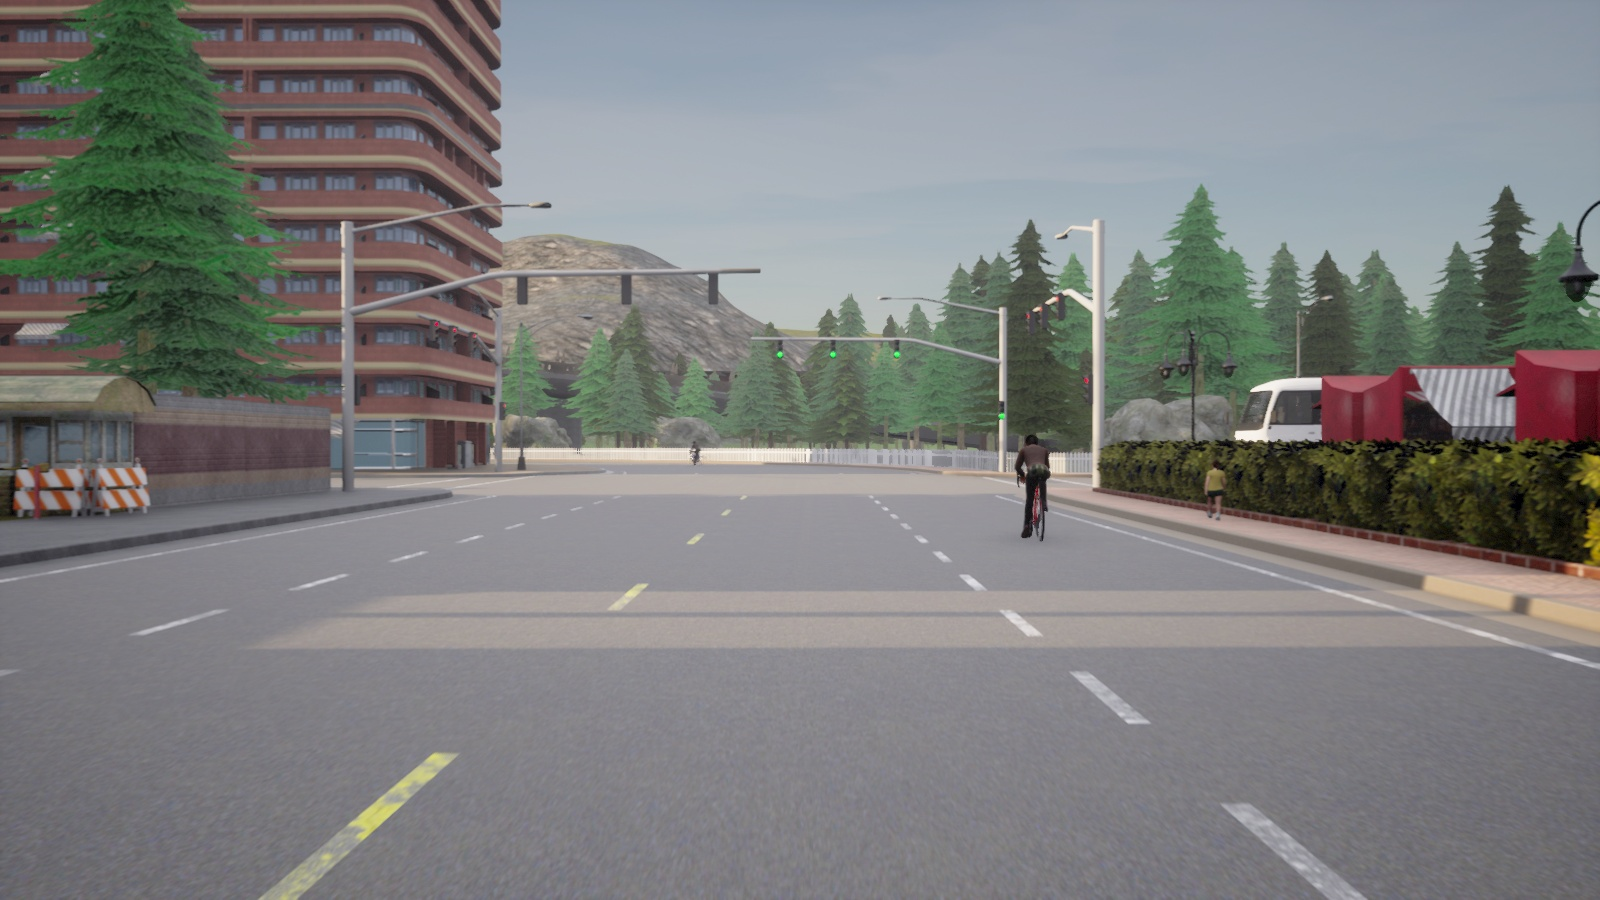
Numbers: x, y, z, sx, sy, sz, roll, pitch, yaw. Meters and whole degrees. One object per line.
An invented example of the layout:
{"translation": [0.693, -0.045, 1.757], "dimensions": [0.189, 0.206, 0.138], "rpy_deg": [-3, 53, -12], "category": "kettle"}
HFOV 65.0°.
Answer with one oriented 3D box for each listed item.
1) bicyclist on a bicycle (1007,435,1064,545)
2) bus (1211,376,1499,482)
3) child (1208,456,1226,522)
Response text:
{"translation": [3.626, 0.593, 19.453], "dimensions": [0.582, 1.620, 1.656], "rpy_deg": [0, 0, 0], "category": "bicyclist on a bicycle"}
{"translation": [22.977, -0.852, 52.482], "dimensions": [10.273, 4.253, 3.944], "rpy_deg": [0, 0, 1], "category": "bus"}
{"translation": [7.175, 0.664, 21.612], "dimensions": [0.255, 1.110, 0.394], "rpy_deg": [0, 0, 11], "category": "child"}
